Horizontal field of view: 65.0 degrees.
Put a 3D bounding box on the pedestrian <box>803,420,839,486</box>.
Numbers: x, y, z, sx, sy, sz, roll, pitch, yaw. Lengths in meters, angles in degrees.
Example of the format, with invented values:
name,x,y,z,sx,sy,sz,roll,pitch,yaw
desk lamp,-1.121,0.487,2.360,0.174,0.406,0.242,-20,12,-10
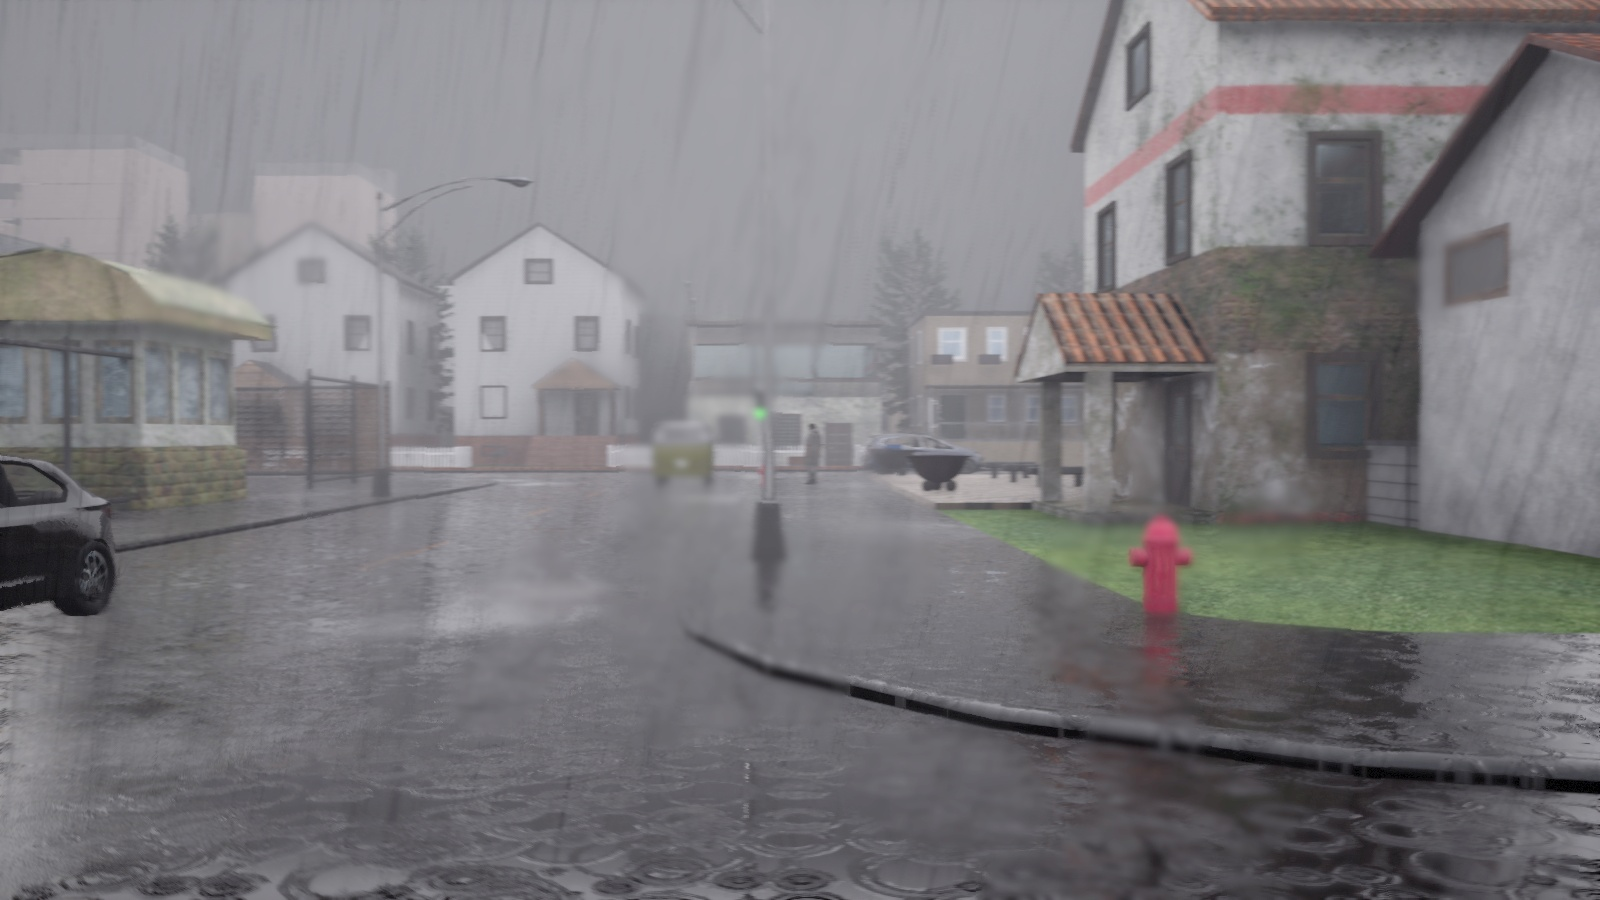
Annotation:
name,x,y,z,sx,sy,sz,roll,pitch,yaw
pedestrian,0.622,0.092,37.874,0.659,1.952,0.873,0,1,-42

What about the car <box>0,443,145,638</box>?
name,x,y,z,sx,sy,sz,roll,pitch,yaw
car,-7.033,0.695,9.615,1.816,1.474,4.193,0,1,1

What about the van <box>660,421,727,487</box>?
name,x,y,z,sx,sy,sz,roll,pitch,yaw
van,-3.307,0.097,39.779,1.775,1.987,4.442,0,1,-1

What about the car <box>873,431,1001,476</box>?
name,x,y,z,sx,sy,sz,roll,pitch,yaw
car,5.231,0.127,48.511,4.611,1.667,2.242,0,1,-3
